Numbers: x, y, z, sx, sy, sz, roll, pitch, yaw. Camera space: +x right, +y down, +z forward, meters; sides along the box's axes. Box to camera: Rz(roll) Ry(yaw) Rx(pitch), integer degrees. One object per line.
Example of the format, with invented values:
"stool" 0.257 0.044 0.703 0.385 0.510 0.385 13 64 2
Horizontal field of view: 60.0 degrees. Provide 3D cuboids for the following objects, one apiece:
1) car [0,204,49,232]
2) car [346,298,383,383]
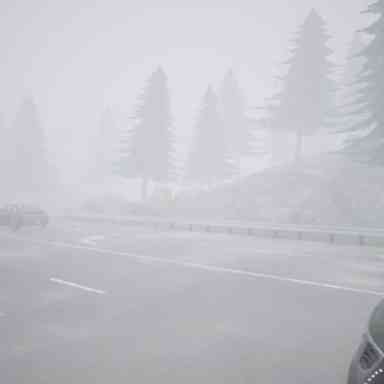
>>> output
"car" -10.655 1.497 20.170 4.902 1.511 2.128 0 0 35
"car" 3.684 1.222 1.368 5.566 2.045 2.150 0 0 35
